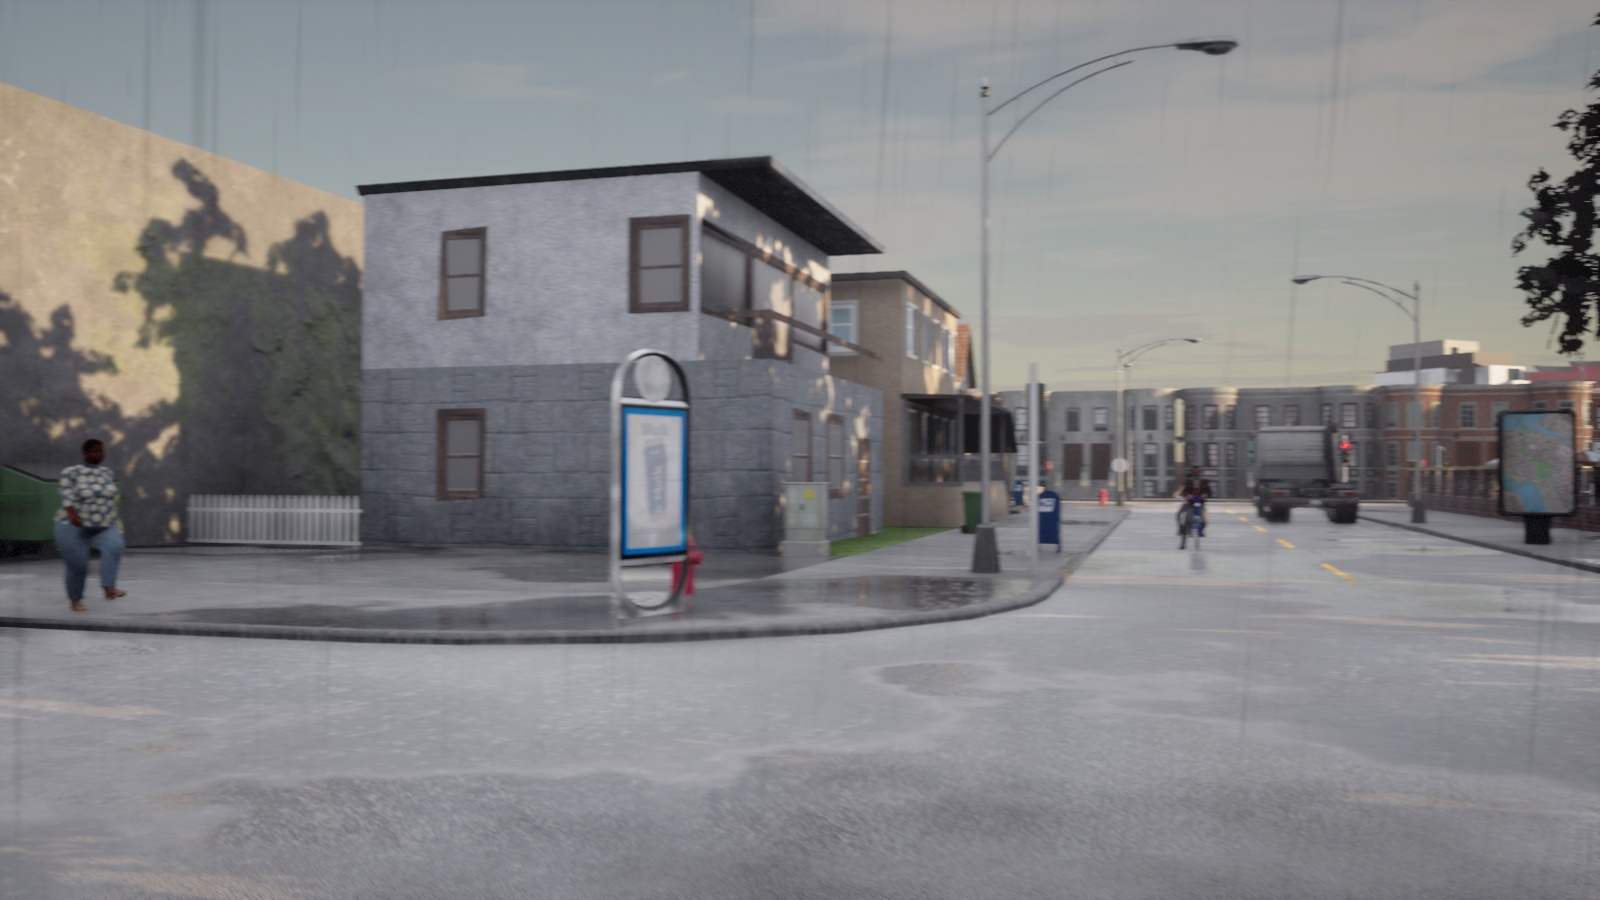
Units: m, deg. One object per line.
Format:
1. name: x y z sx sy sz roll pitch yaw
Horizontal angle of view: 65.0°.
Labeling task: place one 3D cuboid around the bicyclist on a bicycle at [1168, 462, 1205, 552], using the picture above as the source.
1. bicyclist on a bicycle: 7.904 1.139 25.740 0.659 1.776 1.843 -1 -1 16

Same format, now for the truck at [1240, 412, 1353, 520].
1. truck: 17.312 0.588 44.306 2.891 3.462 7.936 -1 -1 16

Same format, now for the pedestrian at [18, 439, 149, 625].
1. pedestrian: -7.517 0.832 13.193 0.900 1.855 0.874 -1 -1 33
